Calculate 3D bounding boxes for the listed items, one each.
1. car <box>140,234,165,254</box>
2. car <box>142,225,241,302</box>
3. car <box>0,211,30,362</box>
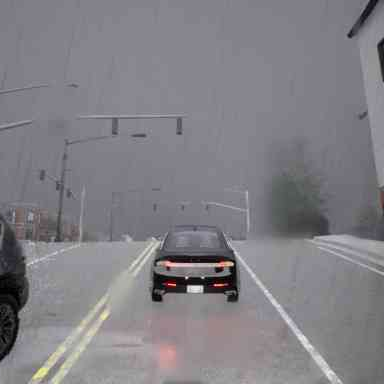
[{"bbox_3d":[-3.606,4.877,31.046,1.812,1.442,4.674,0,-14,0],"label":"car"},{"bbox_3d":[0.073,1.595,8.511,2.128,1.511,4.902,0,-1,0],"label":"car"},{"bbox_3d":[-3.595,1.242,2.907,2.150,2.045,5.566,0,0,0],"label":"car"}]
